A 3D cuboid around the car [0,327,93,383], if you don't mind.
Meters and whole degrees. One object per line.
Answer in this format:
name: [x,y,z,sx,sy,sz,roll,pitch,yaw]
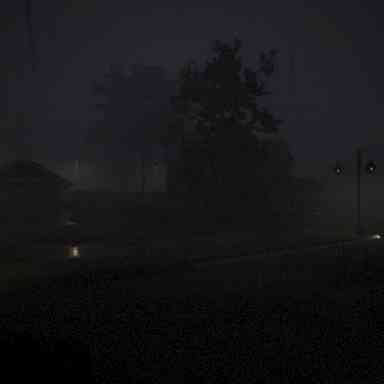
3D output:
car: [-2.868,1.485,1.331,4.892,1.490,1.837,1,-1,-25]
